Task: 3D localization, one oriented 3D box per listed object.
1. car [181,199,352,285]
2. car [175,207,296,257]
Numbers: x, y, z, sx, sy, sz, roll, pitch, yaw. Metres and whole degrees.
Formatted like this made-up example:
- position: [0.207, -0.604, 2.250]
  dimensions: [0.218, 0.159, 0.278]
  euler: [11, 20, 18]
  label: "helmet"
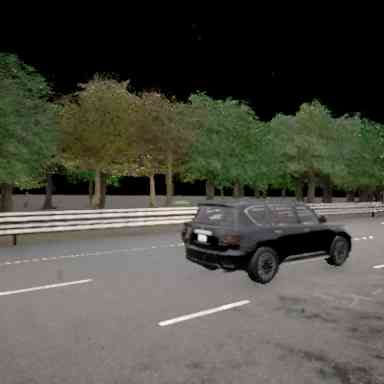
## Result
- position: [2.425, 1.225, 9.802]
  dimensions: [5.566, 2.045, 2.150]
  euler: [0, 0, -36]
  label: "car"
- position: [1.933, 1.482, 13.747]
  dimensions: [5.008, 1.535, 1.882]
  euler: [0, 0, -35]
  label: "car"
